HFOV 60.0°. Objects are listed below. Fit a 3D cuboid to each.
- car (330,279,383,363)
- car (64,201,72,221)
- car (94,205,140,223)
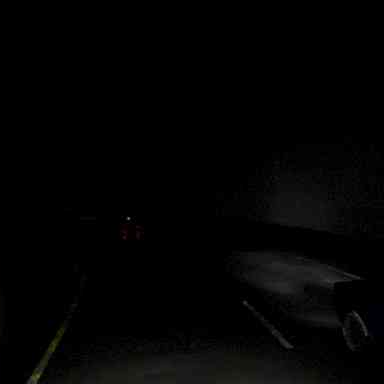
[{"bbox_3d":[3.229,1.579,3.079,1.895,1.301,4.718,0,0,-5],"label":"car"},{"bbox_3d":[-11.610,1.445,27.026,2.097,1.767,4.553,-1,0,-43],"label":"car"},{"bbox_3d":[-5.992,1.654,26.072,1.895,1.301,4.718,0,0,-38],"label":"car"}]
